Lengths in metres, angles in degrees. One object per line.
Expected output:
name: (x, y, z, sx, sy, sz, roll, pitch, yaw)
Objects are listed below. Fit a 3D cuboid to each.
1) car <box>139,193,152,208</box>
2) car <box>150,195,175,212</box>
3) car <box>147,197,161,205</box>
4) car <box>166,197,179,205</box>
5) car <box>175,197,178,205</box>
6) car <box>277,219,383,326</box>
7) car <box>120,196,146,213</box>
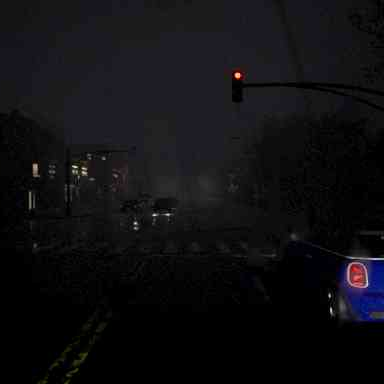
car: (-6.690, 1.218, 47.919, 2.150, 2.045, 5.566, 0, 0, -1)
car: (-3.406, 1.472, 38.996, 1.882, 1.535, 5.008, 0, 0, 0)
car: (-6.714, 1.555, 59.329, 1.994, 1.385, 4.181, 0, 0, 0)
car: (-3.467, 1.557, 59.205, 1.994, 1.385, 4.181, 0, 0, 0)
car: (-3.438, 1.500, 48.705, 1.837, 1.490, 4.892, 0, 0, 0)
car: (3.346, 1.351, 7.218, 2.097, 1.767, 4.553, 0, 0, 0)
car: (-6.667, 1.520, 37.170, 1.812, 1.442, 4.674, 0, 0, 1)
